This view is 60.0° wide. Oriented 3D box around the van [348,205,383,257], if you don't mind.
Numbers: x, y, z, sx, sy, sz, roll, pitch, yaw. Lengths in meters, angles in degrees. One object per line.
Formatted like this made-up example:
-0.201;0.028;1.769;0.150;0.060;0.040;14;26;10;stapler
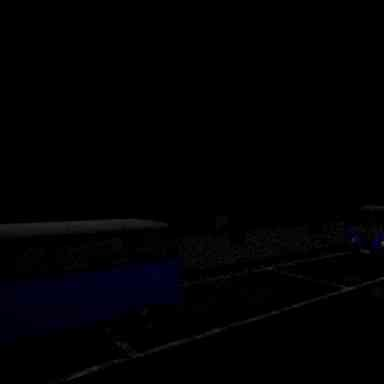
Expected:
7.111;1.338;11.614;3.998;1.788;1.690;0;0;-36;van

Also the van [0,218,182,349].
-2.086;1.341;5.052;3.998;1.788;1.690;0;0;-36;van
